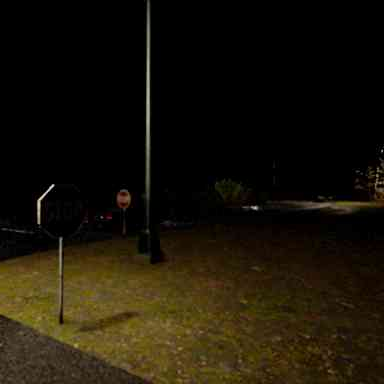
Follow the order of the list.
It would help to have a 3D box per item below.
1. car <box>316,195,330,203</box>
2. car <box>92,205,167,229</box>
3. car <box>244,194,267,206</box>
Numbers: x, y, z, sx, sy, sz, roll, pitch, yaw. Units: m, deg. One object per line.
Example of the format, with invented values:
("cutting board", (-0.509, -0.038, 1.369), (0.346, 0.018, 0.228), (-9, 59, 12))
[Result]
("car", (29.575, 1.669, 75.970), (2.033, 1.411, 5.357), (0, 0, 28))
("car", (-3.883, 1.542, 21.530), (2.033, 1.411, 5.357), (0, 0, 34))
("car", (10.664, 1.303, 55.708), (2.150, 2.045, 5.566), (0, 0, 34))
